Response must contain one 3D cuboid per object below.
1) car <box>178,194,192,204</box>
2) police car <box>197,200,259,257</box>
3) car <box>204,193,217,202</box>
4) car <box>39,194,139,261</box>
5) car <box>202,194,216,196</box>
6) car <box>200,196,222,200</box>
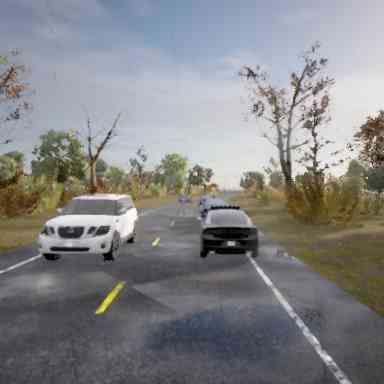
[{"bbox_3d":[-1.086,1.069,52.588,2.128,1.511,4.902,0,0,5],"label":"car"},{"bbox_3d":[1.235,1.306,12.490,1.930,1.638,5.238,0,1,1],"label":"police car"},{"bbox_3d":[3.619,1.013,64.750,2.128,1.511,4.902,0,0,7],"label":"car"},{"bbox_3d":[-3.404,1.105,12.168,2.150,2.045,5.566,0,1,1],"label":"car"},{"bbox_3d":[1.833,1.218,28.298,1.882,1.535,5.008,0,0,3],"label":"car"},{"bbox_3d":[1.560,1.269,22.330,1.882,1.535,5.008,0,1,2],"label":"car"}]
